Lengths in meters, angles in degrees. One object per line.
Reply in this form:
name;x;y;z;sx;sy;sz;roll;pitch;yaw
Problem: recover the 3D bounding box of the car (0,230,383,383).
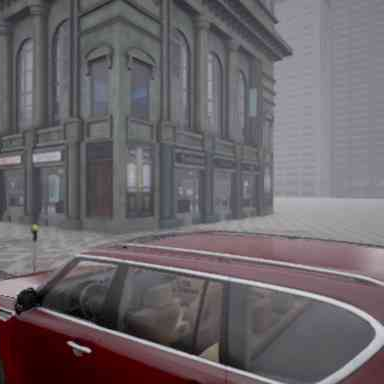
car;-0.176;1.303;3.092;5.009;1.841;2.192;0;0;35
